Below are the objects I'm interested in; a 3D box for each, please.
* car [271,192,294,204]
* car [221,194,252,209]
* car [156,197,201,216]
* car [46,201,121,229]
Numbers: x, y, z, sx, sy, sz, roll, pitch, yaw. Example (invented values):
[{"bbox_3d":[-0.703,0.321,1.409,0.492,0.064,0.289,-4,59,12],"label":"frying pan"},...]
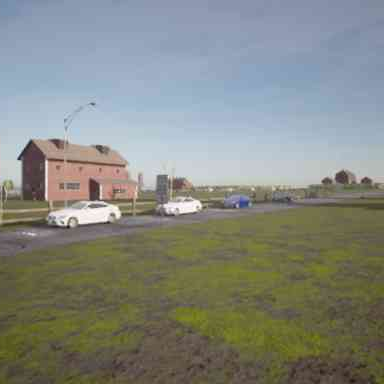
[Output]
[{"bbox_3d":[12.595,0.784,46.253,1.837,1.490,4.892,1,1,36],"label":"car"},{"bbox_3d":[4.848,1.002,35.649,1.812,1.442,4.674,1,1,36],"label":"car"},{"bbox_3d":[-0.993,1.150,27.579,1.812,1.442,4.674,1,1,36],"label":"car"},{"bbox_3d":[-6.394,1.285,20.060,1.812,1.442,4.674,1,1,34],"label":"car"}]
